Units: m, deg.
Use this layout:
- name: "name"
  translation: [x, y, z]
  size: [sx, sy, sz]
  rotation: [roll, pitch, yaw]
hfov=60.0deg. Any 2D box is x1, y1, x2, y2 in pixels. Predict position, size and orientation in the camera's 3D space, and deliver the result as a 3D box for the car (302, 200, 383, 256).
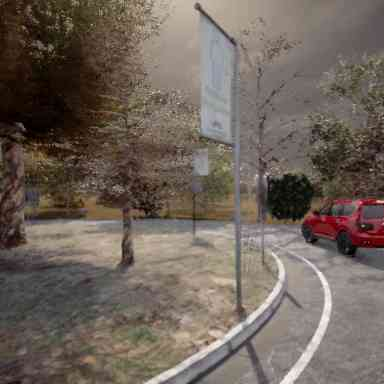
- name: "car"
  translation: [6.564, 1.360, 13.859]
  size: [2.150, 2.045, 5.566]
  rotation: [0, -1, -3]
